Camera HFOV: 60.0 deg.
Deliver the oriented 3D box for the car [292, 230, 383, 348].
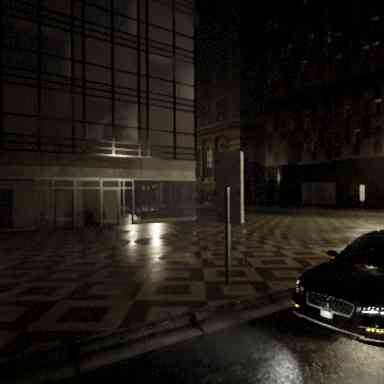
[{"bbox_3d":[3.898,1.504,6.157,4.892,1.490,1.837,0,0,-35],"label":"car"}]
